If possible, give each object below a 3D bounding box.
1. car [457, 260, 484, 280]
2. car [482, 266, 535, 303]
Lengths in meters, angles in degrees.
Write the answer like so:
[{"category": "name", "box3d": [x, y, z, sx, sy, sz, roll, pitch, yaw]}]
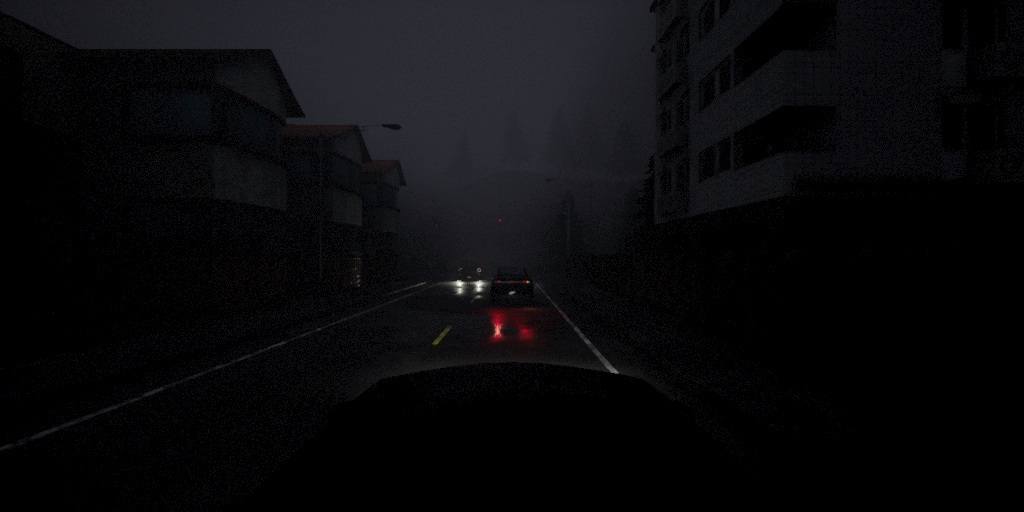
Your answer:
[{"category": "car", "box3d": [-3.500, 1.152, 31.490, 2.097, 1.767, 4.553, 0, 0, 0]}, {"category": "car", "box3d": [0.000, 1.243, 16.500, 2.128, 1.511, 4.902, 0, 0, 0]}]
